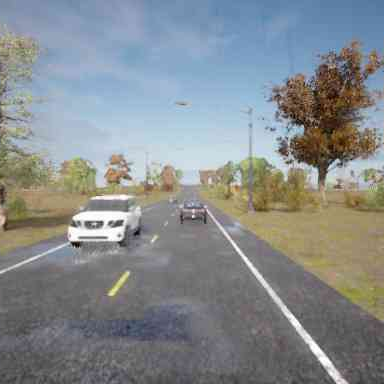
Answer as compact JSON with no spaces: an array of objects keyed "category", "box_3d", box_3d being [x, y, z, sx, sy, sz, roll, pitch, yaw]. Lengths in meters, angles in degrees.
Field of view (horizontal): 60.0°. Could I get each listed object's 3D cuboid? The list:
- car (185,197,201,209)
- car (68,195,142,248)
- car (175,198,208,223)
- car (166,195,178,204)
[{"category":"car","box_3d":[0.108,1.376,41.771,1.994,1.385,4.181,0,0,0]},{"category":"car","box_3d":[-3.595,1.156,14.860,2.150,2.045,5.566,0,0,0]},{"category":"car","box_3d":[0.105,1.386,24.089,2.128,1.511,4.902,0,0,0]},{"category":"car","box_3d":[-3.489,1.261,58.006,2.128,1.511,4.902,0,0,0]}]
